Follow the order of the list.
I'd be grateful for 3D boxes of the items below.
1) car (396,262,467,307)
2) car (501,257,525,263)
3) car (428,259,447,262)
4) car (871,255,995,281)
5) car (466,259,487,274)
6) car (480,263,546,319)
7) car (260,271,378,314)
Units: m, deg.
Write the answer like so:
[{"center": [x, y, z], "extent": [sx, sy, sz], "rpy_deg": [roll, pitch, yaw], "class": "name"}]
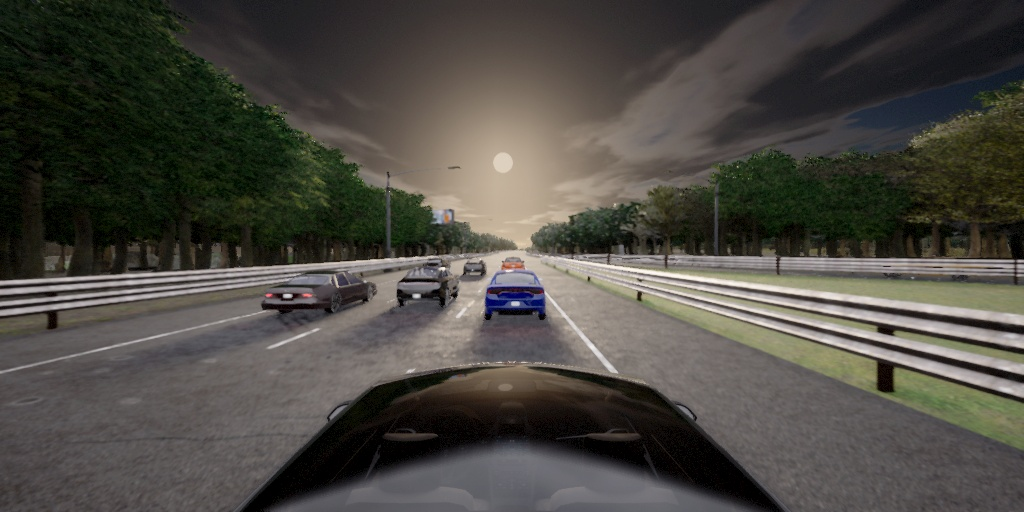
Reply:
[{"center": [-3.399, 1.198, 15.200], "extent": [2.128, 1.511, 4.902], "rpy_deg": [0, 0, 0], "class": "car"}, {"center": [0.103, 0.845, 33.204], "extent": [2.097, 1.767, 4.553], "rpy_deg": [0, 1, 0], "class": "car"}, {"center": [-6.897, 0.994, 33.472], "extent": [1.837, 1.490, 4.892], "rpy_deg": [0, 1, 0], "class": "car"}, {"center": [27.204, 0.727, 23.487], "extent": [1.801, 1.575, 5.366], "rpy_deg": [1, 0, -34], "class": "car"}, {"center": [-3.398, 0.981, 33.426], "extent": [2.128, 1.511, 4.902], "rpy_deg": [0, 1, 0], "class": "car"}, {"center": [0.102, 1.199, 12.702], "extent": [1.882, 1.535, 5.008], "rpy_deg": [0, 0, 0], "class": "car"}, {"center": [-6.900, 1.264, 13.533], "extent": [2.033, 1.411, 5.357], "rpy_deg": [0, 0, 0], "class": "car"}]
